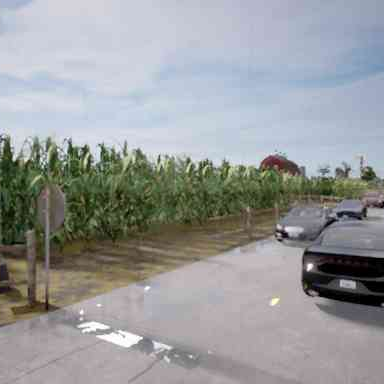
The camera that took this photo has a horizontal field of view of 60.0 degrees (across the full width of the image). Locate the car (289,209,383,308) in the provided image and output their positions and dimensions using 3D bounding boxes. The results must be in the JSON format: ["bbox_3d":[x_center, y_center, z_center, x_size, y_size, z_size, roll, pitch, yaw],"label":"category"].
[{"bbox_3d":[4.011,1.395,7.730,1.882,1.535,5.008,0,1,33],"label":"car"}]

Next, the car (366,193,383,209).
[{"bbox_3d":[20.895,0.955,38.371,2.097,1.767,4.553,0,1,33],"label":"car"}]

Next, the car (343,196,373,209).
[{"bbox_3d":[12.035,1.294,25.086,2.033,1.411,5.357,0,1,33],"label":"car"}]

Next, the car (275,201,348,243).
[{"bbox_3d":[5.215,1.350,14.739,2.128,1.511,4.902,0,0,33],"label":"car"}]
